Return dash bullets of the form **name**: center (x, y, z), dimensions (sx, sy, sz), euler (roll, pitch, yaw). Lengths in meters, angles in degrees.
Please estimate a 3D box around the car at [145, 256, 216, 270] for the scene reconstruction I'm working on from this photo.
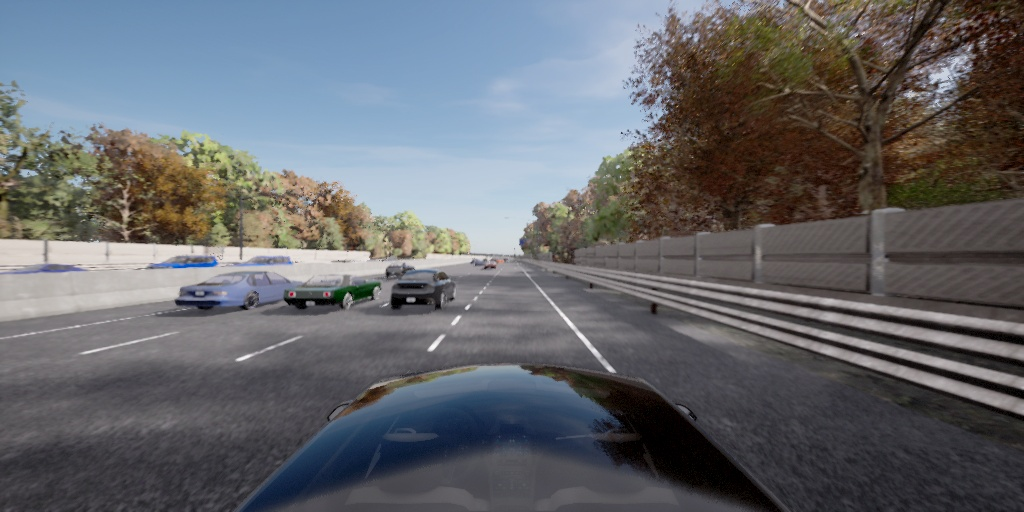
- **car**: center (-28.021, 0.982, 30.766), dimensions (2.150, 2.045, 5.566), euler (0, 0, 1)

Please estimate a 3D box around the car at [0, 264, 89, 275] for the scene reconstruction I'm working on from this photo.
- **car**: center (-31.570, 1.247, 24.169), dimensions (1.812, 1.442, 4.674), euler (0, 0, 0)

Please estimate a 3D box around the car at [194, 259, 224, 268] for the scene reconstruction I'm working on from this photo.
- **car**: center (-24.535, 1.266, 31.568), dimensions (2.128, 1.511, 4.902), euler (0, 0, 0)

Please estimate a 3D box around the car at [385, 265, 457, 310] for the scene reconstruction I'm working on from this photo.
- **car**: center (-3.503, 1.292, 14.848), dimensions (1.837, 1.490, 4.892), euler (0, 0, 0)

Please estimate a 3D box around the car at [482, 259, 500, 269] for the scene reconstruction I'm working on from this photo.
- **car**: center (-3.519, 1.552, 60.267), dimensions (1.895, 1.301, 4.718), euler (0, 0, 0)

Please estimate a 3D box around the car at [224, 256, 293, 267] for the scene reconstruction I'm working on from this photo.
- **car**: center (-21.040, 1.005, 30.549), dimensions (2.150, 2.045, 5.566), euler (0, 0, 1)

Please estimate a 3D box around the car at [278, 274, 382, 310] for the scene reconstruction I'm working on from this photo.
- **car**: center (-7.000, 1.374, 14.686), dimensions (1.895, 1.301, 4.718), euler (0, 0, 0)

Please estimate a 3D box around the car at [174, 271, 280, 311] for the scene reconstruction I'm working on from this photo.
- **car**: center (-10.499, 1.308, 14.561), dimensions (2.033, 1.411, 5.357), euler (0, 0, 0)

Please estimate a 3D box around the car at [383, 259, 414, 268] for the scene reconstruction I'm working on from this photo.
- **car**: center (-10.510, 1.323, 34.159), dimensions (2.128, 1.511, 4.902), euler (0, 0, 0)
